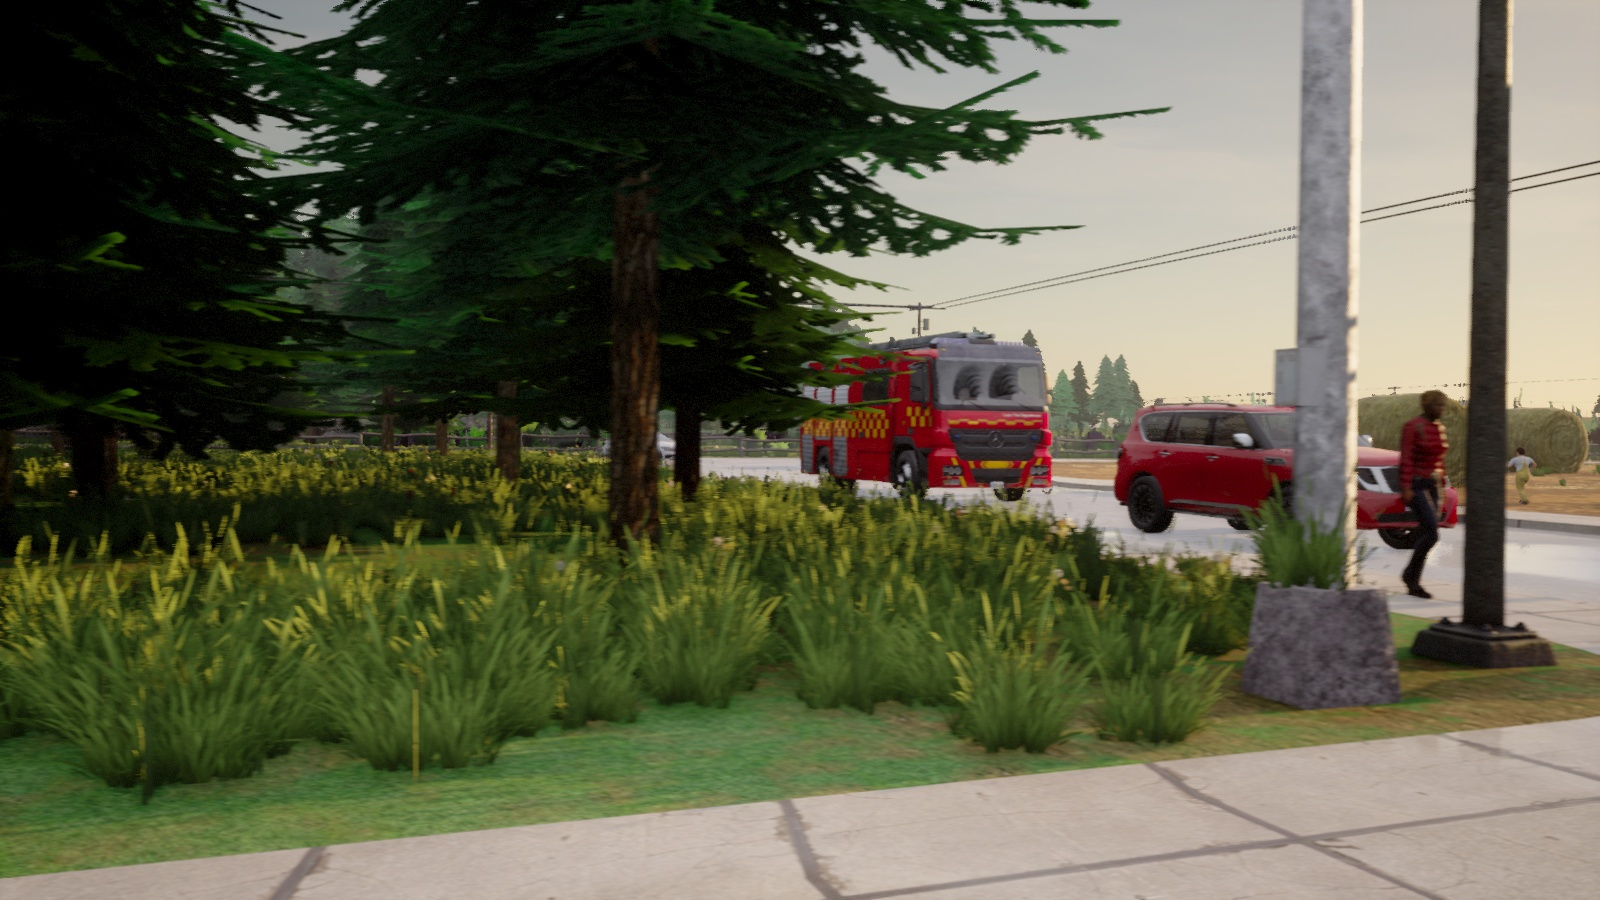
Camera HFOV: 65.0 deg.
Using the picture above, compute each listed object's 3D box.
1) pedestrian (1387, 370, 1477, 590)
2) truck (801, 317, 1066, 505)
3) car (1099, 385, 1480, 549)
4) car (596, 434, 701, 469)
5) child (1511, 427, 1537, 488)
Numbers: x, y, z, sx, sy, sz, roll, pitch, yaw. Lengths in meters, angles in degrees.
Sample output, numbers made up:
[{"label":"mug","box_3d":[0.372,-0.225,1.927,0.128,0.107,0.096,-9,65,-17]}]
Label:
[{"label":"pedestrian","box_3d":[5.468,0.244,10.886,0.331,1.846,0.636,-1,1,-20]},{"label":"truck","box_3d":[2.828,-0.860,30.104,2.891,3.827,8.468,-1,1,-20]},{"label":"car","box_3d":[6.943,0.165,18.687,2.150,2.045,5.566,-1,1,-20]},{"label":"car","box_3d":[-6.616,0.029,54.603,4.674,1.442,1.812,0,1,41]},{"label":"child","box_3d":[15.088,0.151,26.167,0.270,1.263,0.437,-1,1,-3]}]
